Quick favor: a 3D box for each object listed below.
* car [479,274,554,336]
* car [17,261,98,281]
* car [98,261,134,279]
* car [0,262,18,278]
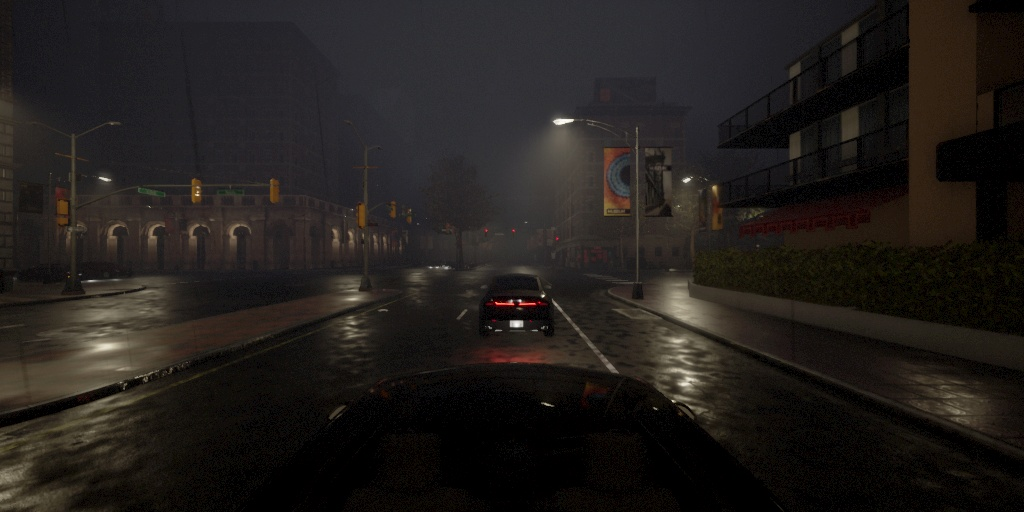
[{"bbox_3d":[0.117,1.255,10.360,1.837,1.490,4.892,0,0,0],"label":"car"},{"bbox_3d":[-36.857,1.314,28.945,4.181,1.385,1.994,0,0,0],"label":"car"},{"bbox_3d":[-37.257,1.228,32.445,5.008,1.535,1.882,0,0,0],"label":"car"},{"bbox_3d":[-48.312,1.275,32.494,4.674,1.442,1.812,0,0,1],"label":"car"}]
